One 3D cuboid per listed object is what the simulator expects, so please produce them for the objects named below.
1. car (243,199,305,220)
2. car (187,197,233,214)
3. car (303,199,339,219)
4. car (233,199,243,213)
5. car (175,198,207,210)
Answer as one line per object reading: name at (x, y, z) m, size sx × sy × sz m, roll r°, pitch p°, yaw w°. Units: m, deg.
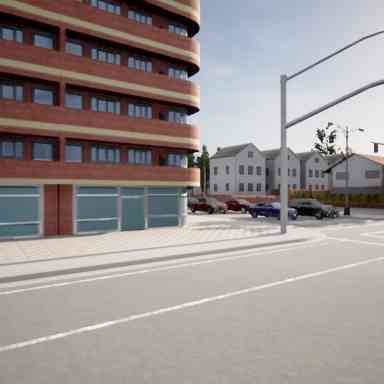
car at (6.802, 1.547, 28.194) m, size 1.812 × 1.442 × 4.674 m, roll 0°, pitch 0°, yaw -35°
car at (1.803, 1.373, 35.388) m, size 2.097 × 1.767 × 4.553 m, roll 0°, pitch 0°, yaw -34°
car at (10.436, 1.376, 29.089) m, size 2.097 × 1.767 × 4.553 m, roll 0°, pitch 0°, yaw -35°
car at (5.181, 1.502, 36.661) m, size 1.882 × 1.535 × 5.008 m, roll 0°, pitch 0°, yaw -35°
car at (-0.205, 1.530, 44.447) m, size 1.837 × 1.490 × 4.892 m, roll 0°, pitch 0°, yaw -35°
